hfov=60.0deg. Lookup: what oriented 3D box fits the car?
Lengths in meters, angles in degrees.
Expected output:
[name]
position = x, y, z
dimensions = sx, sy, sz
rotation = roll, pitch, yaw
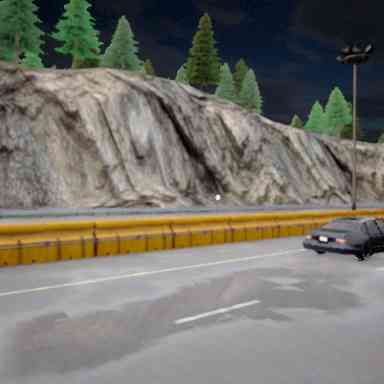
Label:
[car]
position = 6.543, 1.690, 12.921
dimensions = 5.357, 1.411, 2.033
rotation = 1, 0, -36
